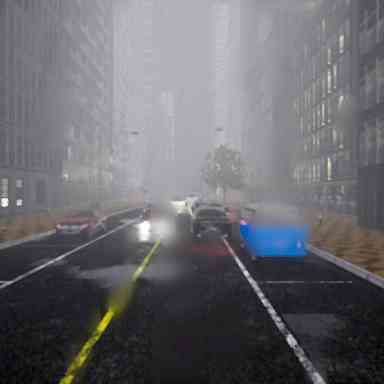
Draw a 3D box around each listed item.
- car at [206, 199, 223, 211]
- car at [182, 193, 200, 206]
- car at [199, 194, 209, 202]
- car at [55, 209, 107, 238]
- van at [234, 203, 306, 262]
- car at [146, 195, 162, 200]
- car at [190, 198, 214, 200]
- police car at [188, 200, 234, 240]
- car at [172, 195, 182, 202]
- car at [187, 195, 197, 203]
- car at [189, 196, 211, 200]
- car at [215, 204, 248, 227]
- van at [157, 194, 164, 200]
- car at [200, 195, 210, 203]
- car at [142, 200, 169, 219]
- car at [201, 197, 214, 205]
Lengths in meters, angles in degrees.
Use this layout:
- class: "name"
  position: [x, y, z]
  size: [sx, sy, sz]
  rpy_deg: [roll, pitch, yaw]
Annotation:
- class: "car"
  position: [2.690, 1.563, 40.326]
  size: [1.802, 1.307, 4.206]
  rpy_deg: [0, 0, 0]
- class: "car"
  position: [0.000, 1.189, 53.491]
  size: [2.150, 2.045, 5.566]
  rpy_deg: [0, 0, 0]
- class: "car"
  position: [2.691, 1.368, 74.480]
  size: [1.967, 1.590, 4.097]
  rpy_deg: [0, 0, 0]
- class: "car"
  position: [-5.691, 1.574, 17.559]
  size: [1.802, 1.307, 4.206]
  rpy_deg: [0, 0, 0]
- class: "van"
  position: [2.690, 1.336, 11.864]
  size: [1.690, 1.788, 3.998]
  rpy_deg: [0, 0, 0]
- class: "car"
  position: [-5.690, 1.528, 46.022]
  size: [2.008, 1.369, 4.403]
  rpy_deg: [0, 0, 0]
- class: "car"
  position: [0.899, 1.493, 26.883]
  size: [1.837, 1.490, 4.892]
  rpy_deg: [0, 0, 0]
- class: "police car"
  position: [0.900, 1.417, 16.993]
  size: [1.930, 1.638, 5.238]
  rpy_deg: [0, 0, 0]
- class: "car"
  position: [-3.000, 1.430, 70.366]
  size: [1.837, 1.490, 4.892]
  rpy_deg: [0, 0, 0]
- class: "car"
  position: [0.000, 1.426, 68.461]
  size: [1.812, 1.442, 4.674]
  rpy_deg: [0, 0, 0]
- class: "car"
  position: [0.899, 1.490, 32.883]
  size: [1.837, 1.490, 4.892]
  rpy_deg: [0, 0, 0]
- class: "car"
  position: [2.690, 1.571, 23.248]
  size: [1.802, 1.307, 4.206]
  rpy_deg: [0, 0, 0]
- class: "van"
  position: [-5.690, 1.303, 57.407]
  size: [1.690, 1.788, 3.998]
  rpy_deg: [0, 0, 0]
- class: "car"
  position: [2.691, 1.380, 68.788]
  size: [1.967, 1.590, 4.097]
  rpy_deg: [0, 0, 0]
- class: "car"
  position: [-3.100, 1.588, 28.751]
  size: [1.895, 1.301, 4.718]
  rpy_deg: [0, 0, 0]
- class: "car"
  position: [2.691, 1.513, 57.403]
  size: [2.008, 1.369, 4.403]
  rpy_deg: [0, 0, 0]
